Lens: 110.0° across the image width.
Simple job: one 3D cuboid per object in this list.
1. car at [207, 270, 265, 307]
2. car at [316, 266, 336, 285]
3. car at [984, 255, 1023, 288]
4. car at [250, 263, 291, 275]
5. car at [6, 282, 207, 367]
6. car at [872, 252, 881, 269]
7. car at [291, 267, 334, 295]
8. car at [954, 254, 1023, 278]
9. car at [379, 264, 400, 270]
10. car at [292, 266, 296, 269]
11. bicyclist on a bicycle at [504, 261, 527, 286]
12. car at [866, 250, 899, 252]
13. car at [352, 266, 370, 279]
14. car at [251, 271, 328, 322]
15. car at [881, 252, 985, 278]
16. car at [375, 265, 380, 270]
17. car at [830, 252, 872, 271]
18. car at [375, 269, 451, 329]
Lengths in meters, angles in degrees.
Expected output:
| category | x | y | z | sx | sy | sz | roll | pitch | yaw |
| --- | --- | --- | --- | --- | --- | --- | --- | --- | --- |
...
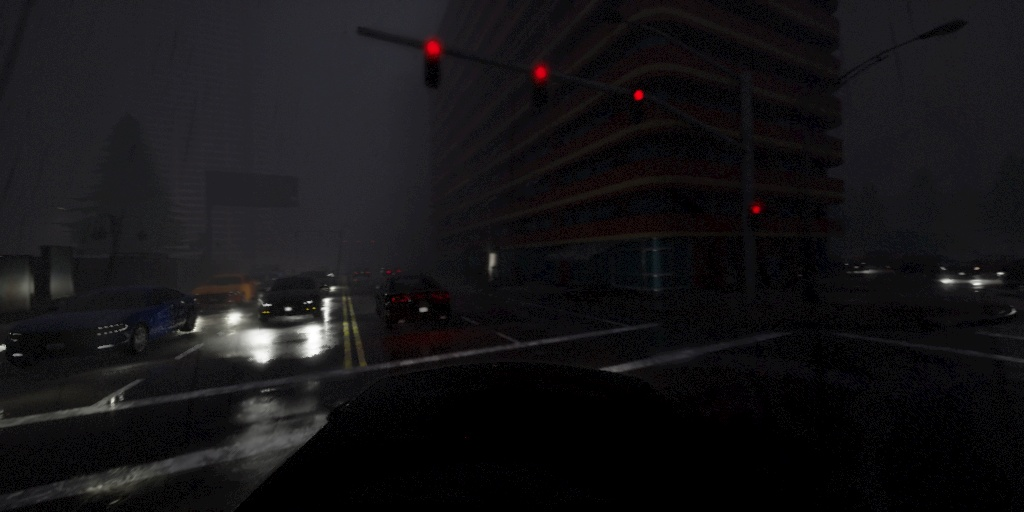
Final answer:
| category | x | y | z | sx | sy | sz | roll | pitch | yaw |
| --- | --- | --- | --- | --- | --- | --- | --- | --- | --- |
| car | -14.187 | 1.683 | 17.987 | 1.882 | 1.535 | 5.008 | -1 | 0 | -25 |
| car | -16.747 | 1.670 | 31.566 | 2.097 | 1.767 | 4.553 | -1 | 0 | -25 |
| car | 21.786 | 0.723 | 14.305 | 2.033 | 1.411 | 5.357 | -2 | 0 | 37 |
| car | -18.502 | 1.572 | 27.080 | 2.150 | 2.045 | 5.566 | -1 | 0 | -25 |
| car | -10.085 | 1.545 | 9.334 | 1.882 | 1.535 | 5.008 | -1 | 0 | -25 |
| car | 32.789 | 0.538 | 31.774 | 1.895 | 1.301 | 4.718 | -2 | 0 | 8 |
| car | -12.515 | 1.680 | 22.626 | 1.837 | 1.490 | 4.892 | -1 | 0 | -25 |
| car | 30.248 | 0.575 | 22.017 | 1.895 | 1.301 | 4.718 | -2 | 0 | 22 |
| car | -14.758 | 1.906 | 44.037 | 1.895 | 1.301 | 4.718 | -1 | 0 | -24 |
| car | -22.887 | 2.023 | 36.412 | 1.812 | 1.442 | 4.674 | -1 | 0 | -25 |
| bicyclist on a bicycle | 0.220 | 1.139 | 23.721 | 1.656 | 1.620 | 0.582 | -2 | 0 | -25 |
| car | 36.275 | 0.209 | 35.762 | 2.097 | 1.767 | 4.553 | -2 | 0 | 1 |
| car | -17.712 | 1.925 | 42.094 | 2.033 | 1.411 | 5.357 | -1 | 0 | -25 |
| car | -8.449 | 1.544 | 14.055 | 1.837 | 1.490 | 4.892 | -1 | 0 | -25 |
| car | 26.858 | 0.616 | 23.100 | 2.033 | 1.411 | 5.357 | -2 | 0 | 22 |
| car | -18.771 | 1.944 | 52.381 | 1.837 | 1.490 | 4.892 | -1 | 0 | -25 |
| car | 29.415 | 0.579 | 33.055 | 2.033 | 1.411 | 5.357 | -2 | 0 | 5 |
| car | -3.514 | 1.379 | 12.251 | 1.882 | 1.535 | 5.008 | -1 | 0 | -25 |
